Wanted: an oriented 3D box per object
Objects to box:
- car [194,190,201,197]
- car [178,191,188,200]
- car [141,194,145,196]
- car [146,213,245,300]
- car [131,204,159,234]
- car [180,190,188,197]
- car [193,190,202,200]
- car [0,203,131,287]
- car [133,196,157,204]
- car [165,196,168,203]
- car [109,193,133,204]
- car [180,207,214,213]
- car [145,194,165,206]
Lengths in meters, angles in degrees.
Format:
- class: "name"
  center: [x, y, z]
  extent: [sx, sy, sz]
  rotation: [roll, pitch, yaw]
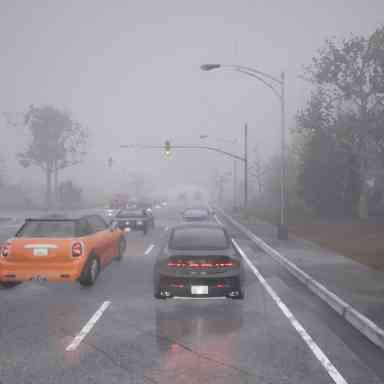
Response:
- class: "car"
  center: [1.452, 0.316, 85.553]
  extent: [1.837, 1.490, 4.892]
  rotation: [0, 3, 1]
- class: "car"
  center: [-2.247, 1.013, 75.204]
  extent: [1.837, 1.490, 4.892]
  rotation: [0, 3, 1]
- class: "car"
  center: [-9.701, 1.525, 56.123]
  extent: [1.812, 1.442, 4.674]
  rotation: [0, 0, 2]
- class: "car"
  center: [0.160, 1.505, 8.383]
  extent: [1.837, 1.490, 4.892]
  rotation: [0, 0, 1]
- class: "car"
  center: [-3.255, 1.601, 19.076]
  extent: [1.895, 1.301, 4.718]
  rotation: [0, 0, 0]
- class: "car"
  center: [-2.047, 0.341, 85.621]
  extent: [1.812, 1.442, 4.674]
  rotation: [0, 3, 1]
- class: "car"
  center: [1.252, 1.053, 75.139]
  extent: [2.033, 1.411, 5.357]
  rotation: [0, 3, 1]
- class: "car"
  center: [-3.327, 1.351, 9.488]
  extent: [2.097, 1.767, 4.553]
  rotation: [0, 0, 1]
- class: "car"
  center: [-6.412, 1.564, 45.790]
  extent: [1.994, 1.385, 4.181]
  rotation: [0, 0, 1]
- class: "car"
  center: [-5.909, 1.437, 67.400]
  extent: [1.994, 1.385, 4.181]
  rotation: [0, 2, 2]
- class: "car"
  center: [-9.901, 1.222, 46.291]
  extent: [2.150, 2.045, 5.566]
  rotation: [0, 0, 1]
- class: "car"
  center: [0.272, 1.525, 18.173]
  extent: [1.812, 1.442, 4.674]
  rotation: [0, 0, 2]
- class: "car"
  center: [-6.202, 1.477, 56.032]
  extent: [1.882, 1.535, 5.008]
  rotation: [0, 0, 1]
